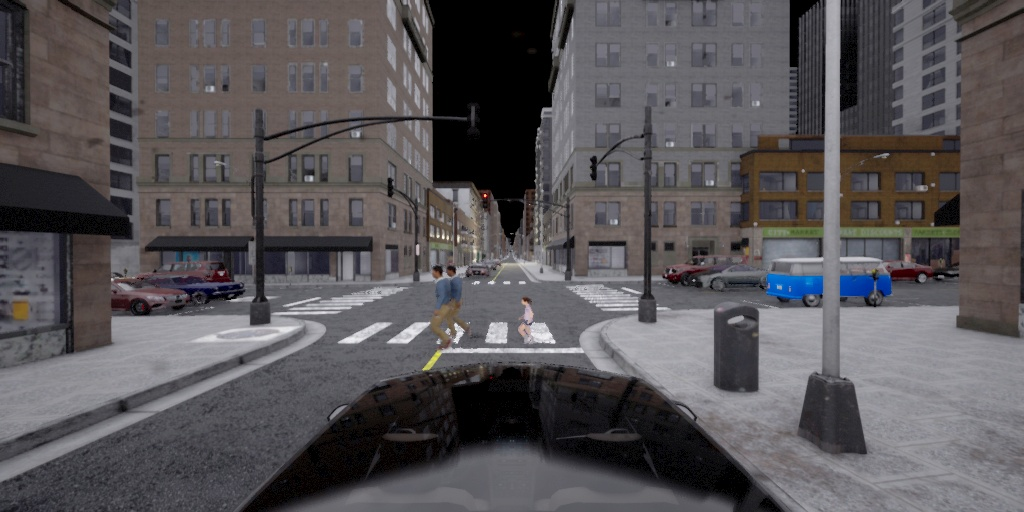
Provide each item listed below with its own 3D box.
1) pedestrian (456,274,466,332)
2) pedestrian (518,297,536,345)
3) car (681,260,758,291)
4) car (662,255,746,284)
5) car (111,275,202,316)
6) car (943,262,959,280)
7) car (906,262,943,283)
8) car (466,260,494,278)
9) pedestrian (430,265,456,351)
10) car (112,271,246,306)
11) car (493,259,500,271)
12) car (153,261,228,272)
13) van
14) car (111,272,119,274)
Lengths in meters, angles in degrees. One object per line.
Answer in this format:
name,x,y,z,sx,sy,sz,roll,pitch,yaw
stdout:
pedestrian,-1.377,1.040,8.640,0.375,1.860,0.375,0,0,0
pedestrian,0.386,1.420,8.044,0.500,1.100,0.500,0,0,0
car,11.955,1.132,19.632,4.181,1.385,1.994,-1,0,0
car,12.089,0.863,22.298,5.009,1.841,2.192,0,0,0
car,-14.822,1.522,13.698,4.207,1.307,1.802,0,0,0
car,28.917,0.907,22.345,4.313,1.339,1.948,0,0,0
car,23.307,0.956,22.329,4.507,1.381,1.888,0,0,0
car,-3.098,1.304,33.679,1.994,1.385,4.181,0,0,1
pedestrian,-1.449,1.040,7.443,0.375,1.860,0.375,0,0,0
car,-15.039,1.525,16.357,4.718,1.301,1.895,-1,0,0
car,-3.100,1.242,48.798,2.128,1.511,4.902,0,0,0
car,-20.351,1.262,22.207,5.009,1.841,2.192,0,0,0
van,12.114,0.952,13.773,3.998,1.789,1.690,0,0,0
car,-26.026,1.543,22.192,4.829,1.417,1.751,0,0,0
